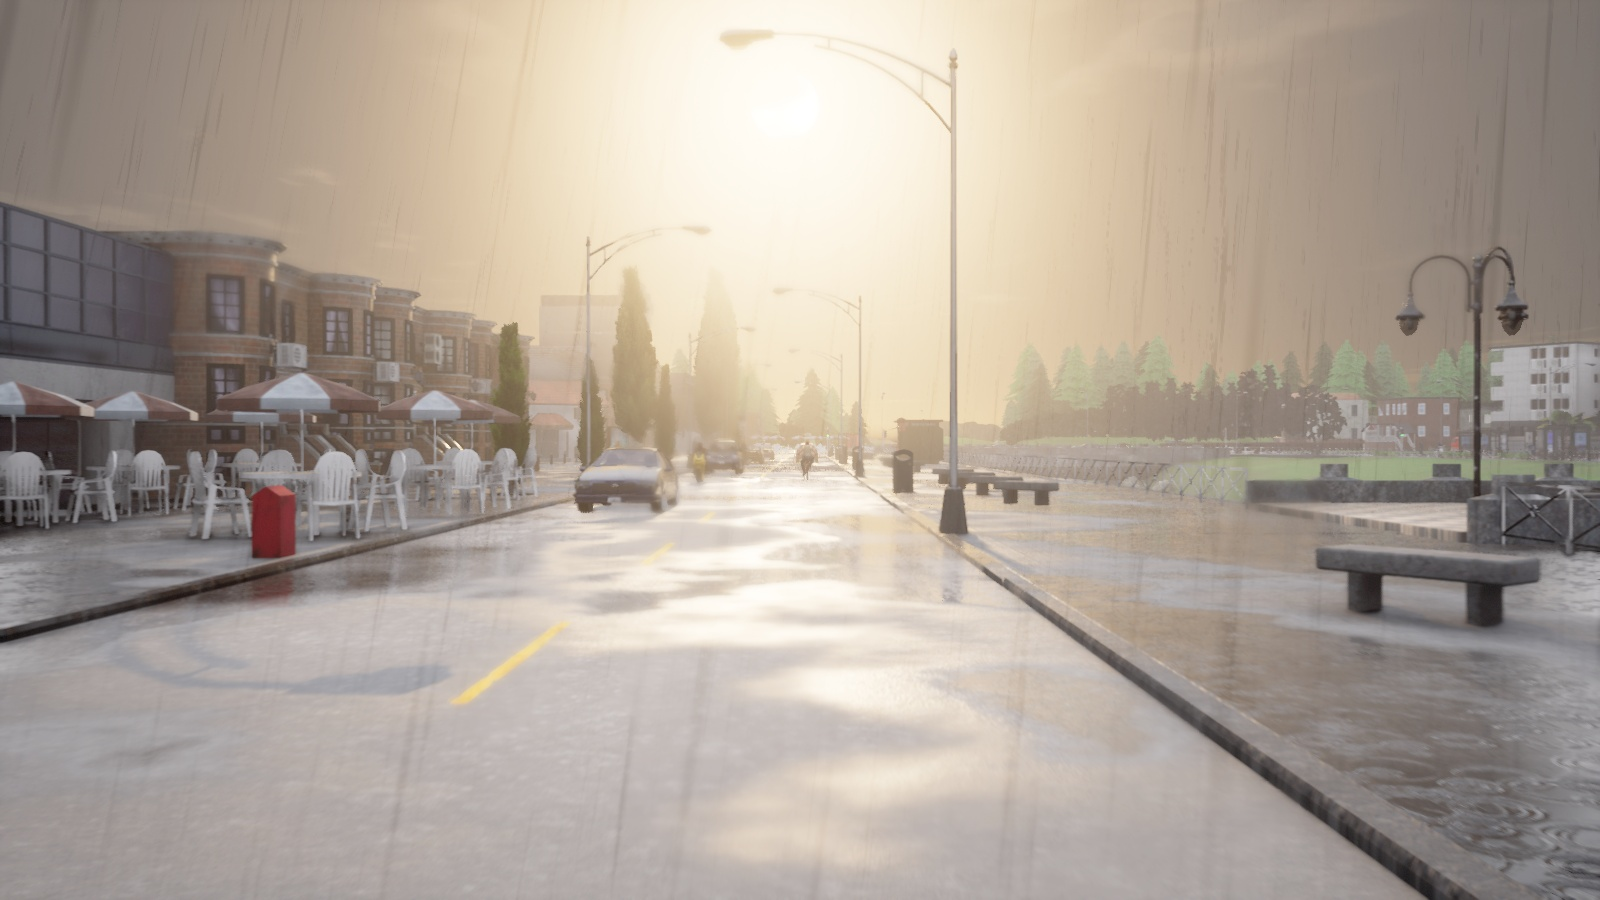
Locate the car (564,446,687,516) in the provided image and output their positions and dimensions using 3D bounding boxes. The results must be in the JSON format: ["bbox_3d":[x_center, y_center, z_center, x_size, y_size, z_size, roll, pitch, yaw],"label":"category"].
[{"bbox_3d":[-3.827,0.630,28.506,2.033,1.411,5.357,0,0,0],"label":"car"}]

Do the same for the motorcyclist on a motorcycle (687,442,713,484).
[{"bbox_3d":[-3.727,0.462,46.727,0.797,1.523,2.044,0,0,0],"label":"motorcyclist on a motorcycle"}]

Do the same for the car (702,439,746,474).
[{"bbox_3d":[-3.648,0.299,60.756,1.851,1.617,3.988,0,0,0],"label":"car"}]

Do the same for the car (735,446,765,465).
[{"bbox_3d":[-3.496,0.345,88.510,1.895,1.301,4.718,0,0,0],"label":"car"}]
